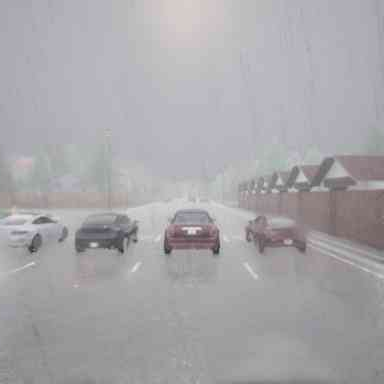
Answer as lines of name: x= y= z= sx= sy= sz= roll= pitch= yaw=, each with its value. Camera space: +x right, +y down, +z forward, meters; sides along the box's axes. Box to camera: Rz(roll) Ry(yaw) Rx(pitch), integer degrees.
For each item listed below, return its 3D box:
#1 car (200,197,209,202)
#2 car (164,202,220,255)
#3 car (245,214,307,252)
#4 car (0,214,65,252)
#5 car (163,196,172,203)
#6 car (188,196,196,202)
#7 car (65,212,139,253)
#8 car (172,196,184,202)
car: x=3.478 y=2.206 z=91.528 sx=2.097 sy=1.767 sz=4.553 roll=0 pitch=-1 yaw=0
car: x=-0.001 y=1.484 z=14.086 sx=2.097 sy=1.767 sz=4.553 roll=0 pitch=-1 yaw=0
car: x=3.502 y=1.662 z=14.376 sx=1.812 sy=1.442 sz=4.674 roll=0 pitch=0 yaw=0
car: x=-6.998 y=1.662 z=14.371 sx=1.812 sy=1.442 sz=4.674 roll=0 pitch=0 yaw=0
car: x=-7.022 y=2.370 z=91.139 sx=2.033 sy=1.411 sz=5.357 roll=0 pitch=-1 yaw=0
car: x=-0.022 y=2.056 z=91.173 sx=2.150 sy=2.045 sz=5.566 roll=0 pitch=-1 yaw=0
car: x=-3.499 y=1.643 z=14.298 sx=1.837 sy=1.490 sz=4.892 roll=0 pitch=0 yaw=0
car: x=-3.522 y=2.056 z=91.173 sx=2.150 sy=2.045 sz=5.566 roll=0 pitch=-1 yaw=0
